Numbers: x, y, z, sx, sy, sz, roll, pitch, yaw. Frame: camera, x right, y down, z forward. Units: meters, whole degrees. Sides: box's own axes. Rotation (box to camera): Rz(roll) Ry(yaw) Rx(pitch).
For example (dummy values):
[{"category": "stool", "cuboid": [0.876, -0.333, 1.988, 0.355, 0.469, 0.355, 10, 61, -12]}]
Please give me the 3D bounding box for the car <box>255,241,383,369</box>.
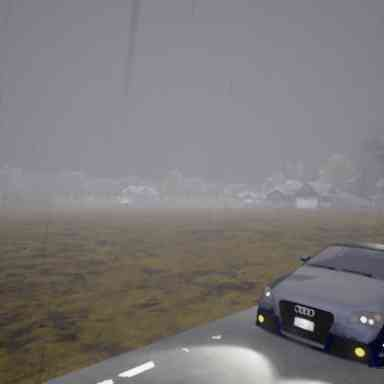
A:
[{"category": "car", "cuboid": [2.987, 1.617, 5.839, 4.181, 1.385, 1.994, 1, 0, -42]}]
